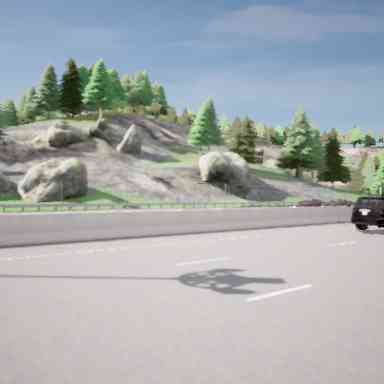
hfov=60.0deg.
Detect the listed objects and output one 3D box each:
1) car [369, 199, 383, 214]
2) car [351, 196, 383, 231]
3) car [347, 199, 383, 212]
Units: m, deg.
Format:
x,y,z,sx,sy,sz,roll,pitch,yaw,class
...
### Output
x,y,z,sx,sy,sz,roll,pitch,yaw,class
22.095,1.562,36.663,5.008,1.535,1.882,1,0,-24,car
11.773,1.265,19.477,5.566,2.045,2.150,0,0,-29,car
21.187,1.561,40.089,4.892,1.490,1.837,0,0,-24,car
